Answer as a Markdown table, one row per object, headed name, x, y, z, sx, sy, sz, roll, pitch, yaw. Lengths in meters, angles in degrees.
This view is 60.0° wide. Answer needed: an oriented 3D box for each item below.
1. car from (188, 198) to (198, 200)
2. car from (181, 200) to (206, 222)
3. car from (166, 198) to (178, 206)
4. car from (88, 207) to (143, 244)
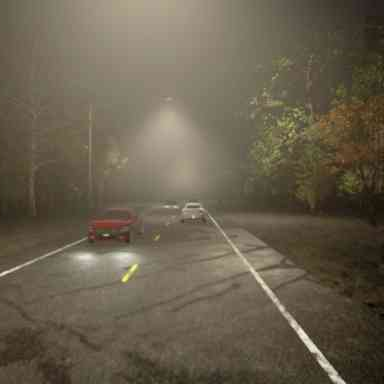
| name | x | y | z | sx | sy | sz | roll | pitch | yaw |
| --- | --- | --- | --- | --- | --- | --- | --- | --- | --- |
| car | 0.120 | 1.631 | 47.956 | 1.837 | 1.490 | 4.892 | 0 | 0 | 0 |
| car | 0.110 | 1.603 | 26.685 | 1.812 | 1.442 | 4.674 | 0 | 0 | 0 |
| car | -3.508 | 1.748 | 58.492 | 1.895 | 1.301 | 4.718 | 0 | 0 | 1 |
| car | -3.596 | 1.530 | 16.378 | 1.882 | 1.535 | 5.008 | 0 | 0 | 0 |
